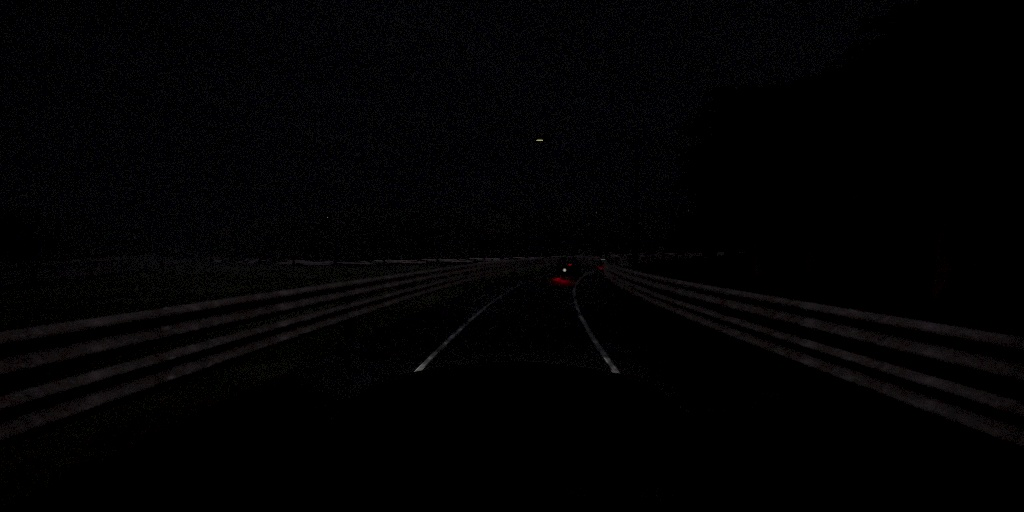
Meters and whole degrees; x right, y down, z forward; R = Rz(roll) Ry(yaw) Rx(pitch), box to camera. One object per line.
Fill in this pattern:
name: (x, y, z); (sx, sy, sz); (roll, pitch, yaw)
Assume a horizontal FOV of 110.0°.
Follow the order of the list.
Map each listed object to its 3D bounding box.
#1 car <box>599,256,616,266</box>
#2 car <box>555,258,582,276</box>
car: (14.216, 0.670, 52.524); (2.128, 1.511, 4.902); (1, 1, 30)
car: (5.224, 0.930, 32.751); (1.837, 1.490, 4.892); (0, 0, 18)
